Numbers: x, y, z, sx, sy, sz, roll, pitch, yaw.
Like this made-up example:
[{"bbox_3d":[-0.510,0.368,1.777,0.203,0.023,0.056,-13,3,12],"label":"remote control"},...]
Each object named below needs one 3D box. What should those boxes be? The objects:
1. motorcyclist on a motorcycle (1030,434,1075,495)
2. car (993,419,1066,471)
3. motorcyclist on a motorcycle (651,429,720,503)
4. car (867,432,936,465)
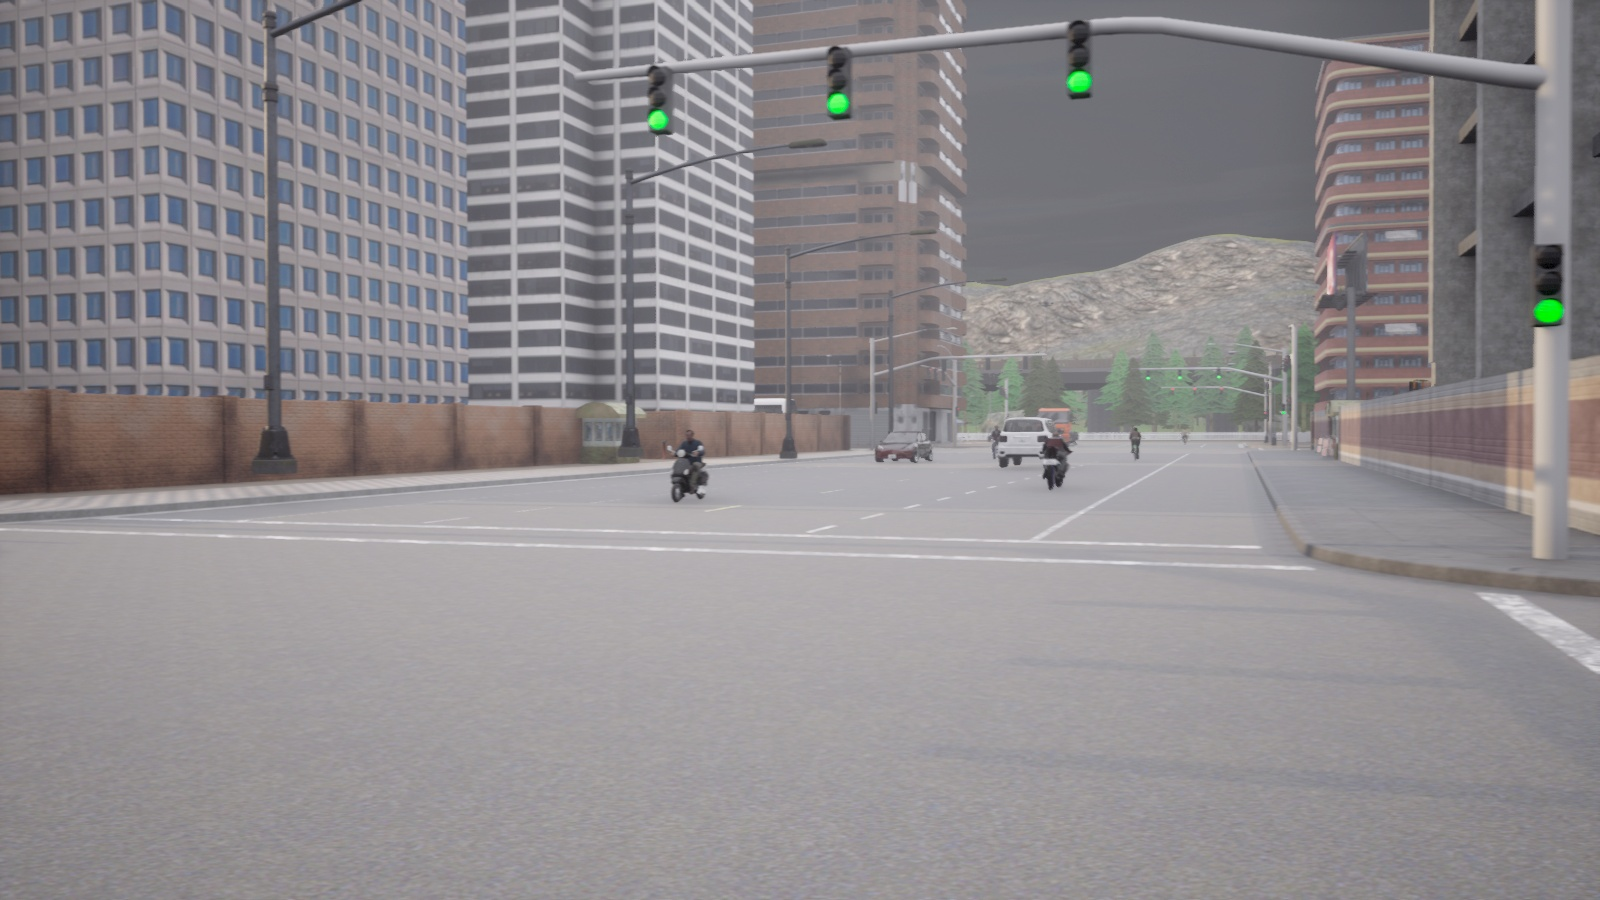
[{"bbox_3d":[6.679,0.355,33.198,0.866,1.530,2.191,1,1,19],"label":"motorcyclist on a motorcycle"},{"bbox_3d":[9.653,-0.259,52.476,2.150,2.045,5.566,1,1,19],"label":"car"},{"bbox_3d":[-2.535,0.322,27.984,0.866,1.590,1.817,1,1,19],"label":"motorcyclist on a motorcycle"},{"bbox_3d":[4.940,-0.119,60.218,2.163,1.488,4.792,1,1,19],"label":"car"}]
